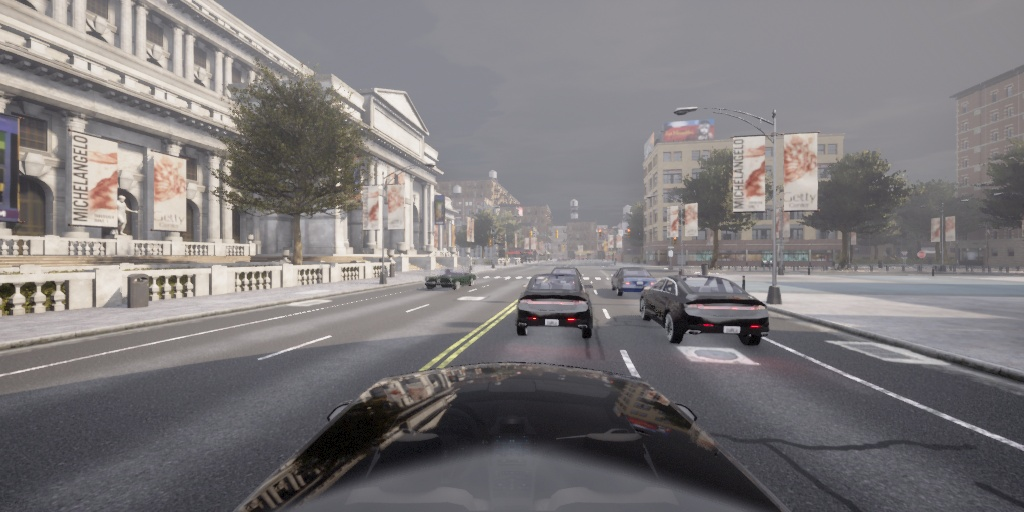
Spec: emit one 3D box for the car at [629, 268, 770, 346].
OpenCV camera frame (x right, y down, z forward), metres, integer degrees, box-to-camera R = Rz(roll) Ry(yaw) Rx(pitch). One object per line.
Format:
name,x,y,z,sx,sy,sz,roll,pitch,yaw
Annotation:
car,4.701,1.242,9.474,2.128,1.511,4.902,0,0,9

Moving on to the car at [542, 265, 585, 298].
car,2.937,1.297,19.724,2.033,1.411,5.357,0,0,11

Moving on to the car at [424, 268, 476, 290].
car,-3.764,1.416,22.550,1.895,1.301,4.718,0,0,11

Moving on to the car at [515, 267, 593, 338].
car,1.265,1.242,10.248,2.128,1.511,4.902,0,0,9

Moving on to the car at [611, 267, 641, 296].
car,6.386,1.297,19.080,2.033,1.411,5.357,0,0,11
